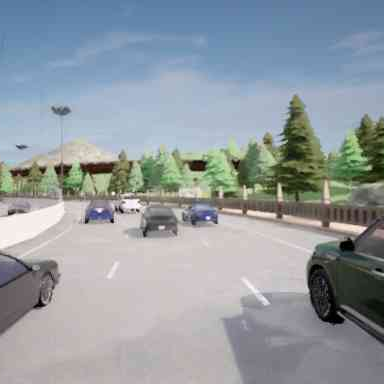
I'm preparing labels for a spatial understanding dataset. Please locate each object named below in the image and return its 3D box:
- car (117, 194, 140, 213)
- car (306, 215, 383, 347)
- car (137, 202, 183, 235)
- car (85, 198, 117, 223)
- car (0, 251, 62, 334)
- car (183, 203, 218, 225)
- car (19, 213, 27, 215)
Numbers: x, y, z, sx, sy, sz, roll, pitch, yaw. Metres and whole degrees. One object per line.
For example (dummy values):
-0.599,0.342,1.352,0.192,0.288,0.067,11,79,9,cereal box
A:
-7.383,1.277,37.795,2.150,2.045,5.566,0,0,-21,car
3.355,1.211,4.055,2.150,2.045,5.566,0,0,-3,car
-1.952,1.526,18.869,1.837,1.490,4.892,0,0,-11,car
-7.280,1.399,26.294,2.097,1.767,4.553,0,0,-15,car
-3.655,1.565,4.863,2.033,1.411,5.357,0,0,-3,car
0.527,1.541,23.914,1.812,1.442,4.674,0,0,-13,car
-17.051,1.637,33.237,2.033,1.411,5.357,0,0,-21,car
